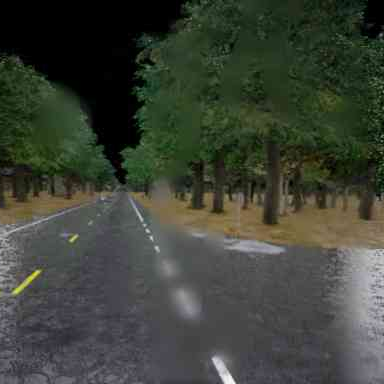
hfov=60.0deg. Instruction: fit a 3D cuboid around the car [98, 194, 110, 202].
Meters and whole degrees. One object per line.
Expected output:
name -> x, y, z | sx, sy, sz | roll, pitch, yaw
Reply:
car -> -16.441, 1.125, 62.038 | 2.128, 1.511, 4.902 | 1, 0, -11
